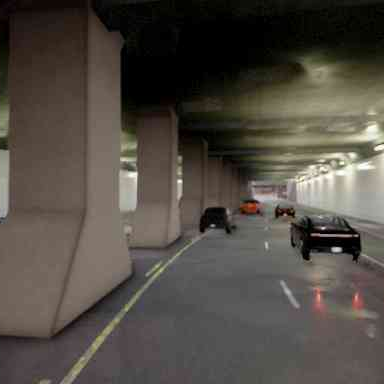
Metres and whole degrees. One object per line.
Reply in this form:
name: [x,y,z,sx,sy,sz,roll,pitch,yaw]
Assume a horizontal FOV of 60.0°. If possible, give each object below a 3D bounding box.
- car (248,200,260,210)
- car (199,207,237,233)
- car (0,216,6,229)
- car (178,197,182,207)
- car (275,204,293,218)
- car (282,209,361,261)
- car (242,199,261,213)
car: [10.219,2.025,54.723,1.837,1.490,4.892,0,-1,13]
car: [1.691,1.701,21.323,1.837,1.490,4.892,0,-1,13]
car: [-6.131,1.571,11.100,2.128,1.511,4.902,0,-1,8]
car: [-1.018,1.684,52.187,2.150,2.045,5.566,0,-1,13]
car: [9.548,1.938,34.426,1.895,1.301,4.718,0,-1,13]
car: [4.976,1.623,12.900,2.128,1.511,4.902,0,-1,10]
car: [7.596,1.755,42.621,2.097,1.767,4.553,0,-1,14]
